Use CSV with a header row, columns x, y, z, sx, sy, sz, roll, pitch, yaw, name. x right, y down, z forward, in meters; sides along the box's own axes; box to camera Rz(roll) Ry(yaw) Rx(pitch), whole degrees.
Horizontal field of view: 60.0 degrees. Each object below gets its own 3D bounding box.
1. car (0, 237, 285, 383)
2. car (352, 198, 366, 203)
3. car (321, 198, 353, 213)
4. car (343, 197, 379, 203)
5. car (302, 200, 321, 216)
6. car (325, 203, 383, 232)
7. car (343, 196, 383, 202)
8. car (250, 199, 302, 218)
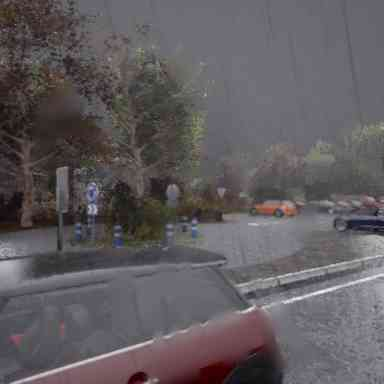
x,y,z,sx,sy,sz,roll,pitch,yaw,name
-1.361,1.355,2.715,4.553,1.767,2.097,1,0,-35,car
16.854,1.731,38.417,2.163,1.488,4.792,1,0,-35,car
14.626,1.678,36.894,2.231,1.521,4.892,1,0,-35,car
19.164,1.756,40.042,2.163,1.488,4.792,1,0,-35,car
9.912,1.625,33.564,2.097,1.535,5.008,1,0,-35,car
10.332,1.582,18.518,2.163,1.488,4.792,1,0,-35,car
21.474,1.501,41.669,2.435,2.045,5.566,1,0,-35,car
7.721,1.475,31.989,2.185,1.767,4.553,1,0,-35,car
